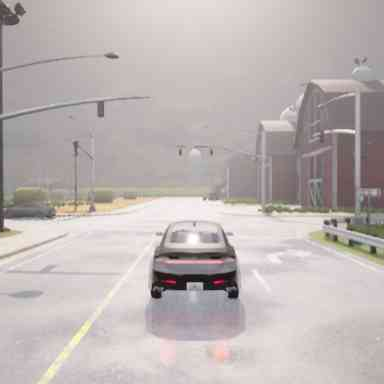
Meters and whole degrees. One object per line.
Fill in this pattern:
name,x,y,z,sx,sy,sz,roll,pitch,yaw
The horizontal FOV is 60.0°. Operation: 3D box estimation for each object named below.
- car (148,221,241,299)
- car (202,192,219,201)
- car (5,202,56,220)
car,0.064,1.473,8.394,2.128,1.511,4.902,0,0,0
car,4.138,0.982,72.660,1.905,1.878,3.866,-8,4,-42
car,-13.287,1.530,26.993,4.181,1.385,1.994,0,0,1
